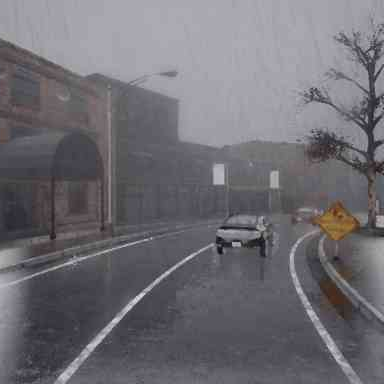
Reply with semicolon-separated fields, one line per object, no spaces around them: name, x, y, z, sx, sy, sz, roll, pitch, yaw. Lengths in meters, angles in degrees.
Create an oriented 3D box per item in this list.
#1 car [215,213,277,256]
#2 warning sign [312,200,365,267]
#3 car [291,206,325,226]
car;2.340;1.624;13.747;2.128;1.511;4.902;0;-1;19
warning sign;4.458;1.213;10.245;1.300;1.860;1.060;1;1;15
car;9.354;1.861;26.230;1.812;1.442;4.674;0;-1;39
